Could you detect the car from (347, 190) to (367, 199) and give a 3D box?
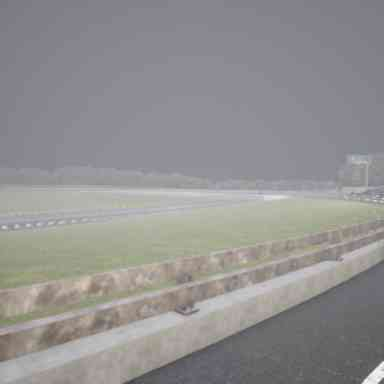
[{"bbox_3d":[35.552,0.665,72.585,1.837,1.490,4.892,0,1,0],"label":"car"}]

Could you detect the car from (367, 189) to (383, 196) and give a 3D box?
[{"bbox_3d":[39.050,0.421,72.443,2.150,2.045,5.566,0,1,0],"label":"car"}]
